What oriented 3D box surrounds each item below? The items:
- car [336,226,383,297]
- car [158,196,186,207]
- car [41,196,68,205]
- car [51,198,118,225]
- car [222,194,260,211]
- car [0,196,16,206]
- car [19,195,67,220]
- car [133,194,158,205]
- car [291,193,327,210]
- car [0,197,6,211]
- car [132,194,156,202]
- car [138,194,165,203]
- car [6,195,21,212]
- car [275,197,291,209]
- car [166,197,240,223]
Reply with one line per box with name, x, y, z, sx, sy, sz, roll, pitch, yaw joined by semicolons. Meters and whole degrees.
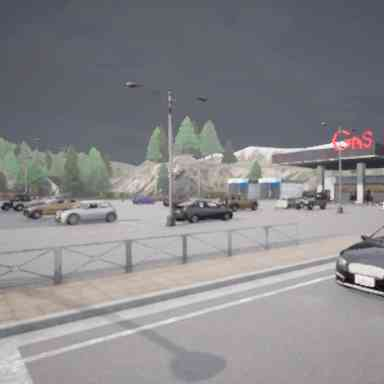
car;5.352;1.423;7.783;4.902;1.511;2.128;-1;0;-34
car;-1.791;1.290;45.420;4.514;1.523;2.007;-1;0;-36
car;-23.512;1.469;56.887;3.806;1.475;1.970;-1;0;-36
car;-7.042;1.370;22.272;3.806;1.475;1.970;-1;0;-36
car;4.898;1.095;34.888;4.605;1.855;1.932;-1;0;-36
car;-31.277;1.520;54.977;3.633;1.501;1.845;-1;0;-36
car;-11.050;1.295;27.294;5.027;1.636;2.152;-1;0;-36
car;-7.588;1.312;53.560;3.633;1.501;1.845;-1;0;-36
car;13.205;1.009;36.810;3.866;1.878;1.905;-1;0;-36
car;-20.546;1.243;39.803;4.605;1.855;1.932;-1;0;-36
car;-10.141;1.270;70.175;4.514;1.523;2.007;-1;0;-36
car;-8.268;1.261;67.658;5.027;1.636;2.152;-1;0;-36
car;-18.516;1.219;37.684;3.866;1.878;1.905;-1;0;-36
car;11.763;1.288;39.868;3.806;1.475;1.970;-1;0;-36
car;0.820;1.377;23.411;4.514;1.523;2.007;-1;0;-36
